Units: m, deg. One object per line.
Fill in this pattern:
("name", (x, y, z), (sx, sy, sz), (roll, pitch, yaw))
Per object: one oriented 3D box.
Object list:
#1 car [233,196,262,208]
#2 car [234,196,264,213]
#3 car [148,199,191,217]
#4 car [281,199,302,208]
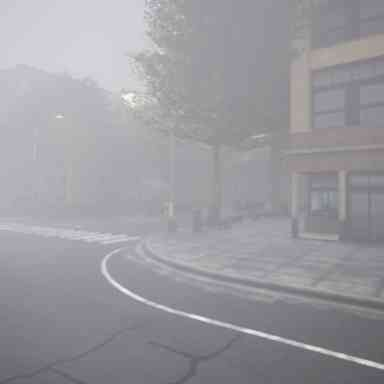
("car", (7.619, 1.307, 45.258), (1.837, 1.490, 4.892), (0, 0, 35))
("car", (6.550, 1.491, 37.623), (2.128, 1.511, 4.902), (0, 0, 36))
("car", (-2.080, 1.480, 31.674), (1.882, 1.535, 5.008), (0, 0, 35))
("car", (13.948, 1.601, 47.565), (1.895, 1.301, 4.718), (0, 0, 41))
